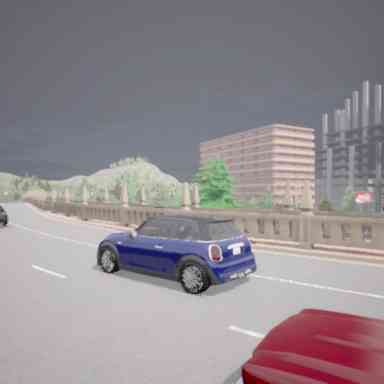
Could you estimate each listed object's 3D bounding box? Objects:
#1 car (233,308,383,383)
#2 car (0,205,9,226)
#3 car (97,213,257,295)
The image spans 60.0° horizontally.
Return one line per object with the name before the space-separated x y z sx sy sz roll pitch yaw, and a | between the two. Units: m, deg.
car | 2.669 1.632 2.235 4.718 1.301 1.895 0 0 35
car | -14.018 1.554 22.949 2.128 1.511 4.902 1 0 -38
car | -0.606 1.407 9.174 4.553 1.767 2.097 0 -1 39
